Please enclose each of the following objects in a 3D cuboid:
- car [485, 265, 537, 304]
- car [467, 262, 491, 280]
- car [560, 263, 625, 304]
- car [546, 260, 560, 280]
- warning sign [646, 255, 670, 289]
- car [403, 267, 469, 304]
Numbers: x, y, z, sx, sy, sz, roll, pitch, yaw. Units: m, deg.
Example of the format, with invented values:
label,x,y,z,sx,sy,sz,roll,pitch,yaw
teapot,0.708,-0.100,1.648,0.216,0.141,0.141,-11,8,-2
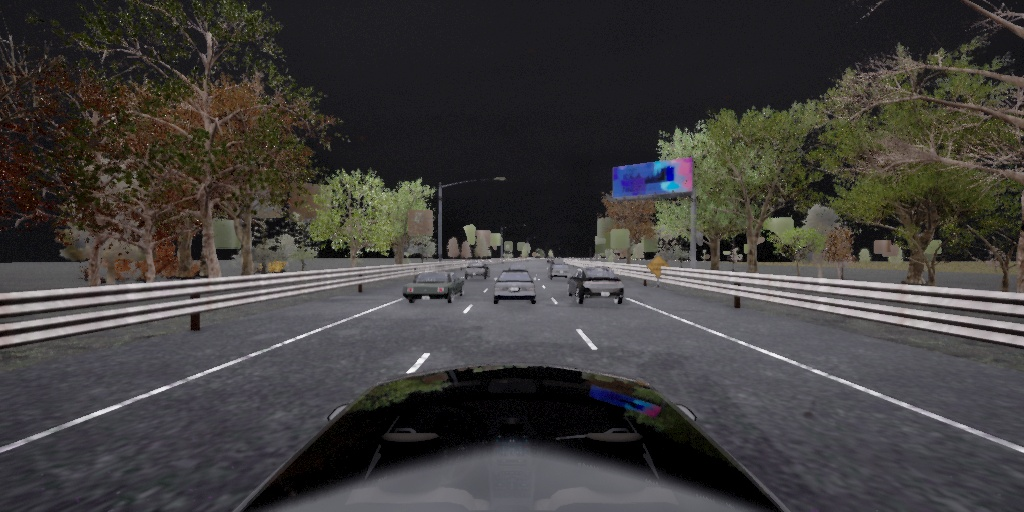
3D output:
label,x,y,z,sx,sy,sz,roll,pitch,yaw
car,0.140,1.316,16.299,2.033,1.411,5.357,0,0,1
car,-2.934,1.255,31.326,2.128,1.511,4.902,0,0,2
car,3.639,1.248,16.232,2.128,1.511,4.902,0,0,1
car,4.061,1.323,31.059,2.033,1.411,5.357,0,0,2
warning sign,8.279,0.870,20.356,1.300,1.860,1.060,0,0,1
car,-3.359,1.369,16.396,1.895,1.301,4.718,0,0,1
